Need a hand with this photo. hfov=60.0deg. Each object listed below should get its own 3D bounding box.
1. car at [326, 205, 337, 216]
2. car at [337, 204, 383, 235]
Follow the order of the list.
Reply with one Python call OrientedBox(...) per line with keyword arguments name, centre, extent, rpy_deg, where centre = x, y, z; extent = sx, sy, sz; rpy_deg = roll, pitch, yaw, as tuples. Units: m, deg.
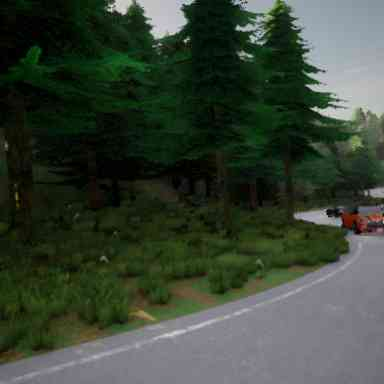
OrientedBox(name="car", centre=(15.596, 2.021, 35.088), extent=(2.033, 1.411, 5.357), rpy_deg=(-3, -2, 9))
OrientedBox(name="car", centre=(10.783, 1.588, 20.542), extent=(2.097, 1.767, 4.553), rpy_deg=(-3, -2, 12))
